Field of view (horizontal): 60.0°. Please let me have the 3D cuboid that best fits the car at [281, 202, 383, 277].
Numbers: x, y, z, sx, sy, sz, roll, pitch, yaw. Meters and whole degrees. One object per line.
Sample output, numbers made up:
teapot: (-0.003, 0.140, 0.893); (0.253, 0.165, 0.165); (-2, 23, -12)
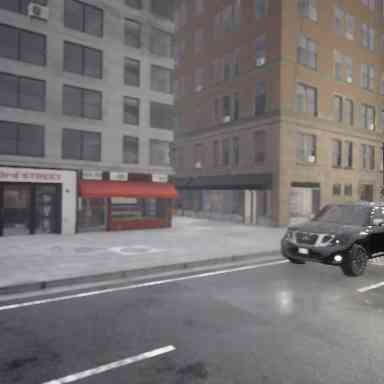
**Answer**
car: (5.413, 1.359, 11.033); (5.566, 2.045, 2.150); (1, -1, -35)
